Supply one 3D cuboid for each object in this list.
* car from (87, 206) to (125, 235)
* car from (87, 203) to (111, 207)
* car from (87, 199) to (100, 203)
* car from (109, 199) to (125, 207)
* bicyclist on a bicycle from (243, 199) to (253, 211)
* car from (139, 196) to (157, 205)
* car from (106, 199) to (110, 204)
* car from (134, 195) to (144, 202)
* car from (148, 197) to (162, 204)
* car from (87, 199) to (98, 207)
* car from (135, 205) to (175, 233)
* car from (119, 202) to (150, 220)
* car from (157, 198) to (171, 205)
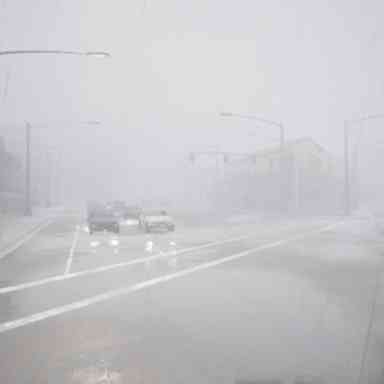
[{"bbox_3d":[-5.988,1.957,22.407,2.033,1.411,5.357,0,-1,-18],"label":"car"},{"bbox_3d":[-9.281,2.128,32.778,1.895,1.301,4.718,0,0,-17],"label":"car"},{"bbox_3d":[-13.434,1.969,45.816,1.882,1.535,5.008,0,1,-18],"label":"car"},{"bbox_3d":[-10.311,1.943,47.550,1.882,1.535,5.008,0,1,-18],"label":"car"},{"bbox_3d":[7.659,1.723,45.443,1.656,1.620,0.582,-1,0,-18],"label":"bicyclist on a bicycle"},{"bbox_3d":[-8.895,1.991,66.454,1.812,1.442,4.674,0,-1,-18],"label":"car"},{"bbox_3d":[-15.046,2.041,62.582,1.994,1.385,4.181,0,-1,-17],"label":"car"},{"bbox_3d":[-11.951,1.757,76.035,2.150,2.045,5.566,0,-2,-18],"label":"car"},{"bbox_3d":[-8.603,2.036,77.060,2.128,1.511,4.902,0,-2,-18],"label":"car"},{"bbox_3d":[-18.433,2.026,61.700,1.812,1.442,4.674,0,-1,-17],"label":"car"},{"bbox_3d":[-2.526,1.907,23.119,1.812,1.442,4.674,0,-1,-18],"label":"car"},{"bbox_3d":[-5.892,2.071,33.677,1.994,1.385,4.181,0,0,-18],"label":"car"},{"bbox_3d":[-5.560,2.009,67.516,1.994,1.385,4.181,0,-1,-18],"label":"car"}]
